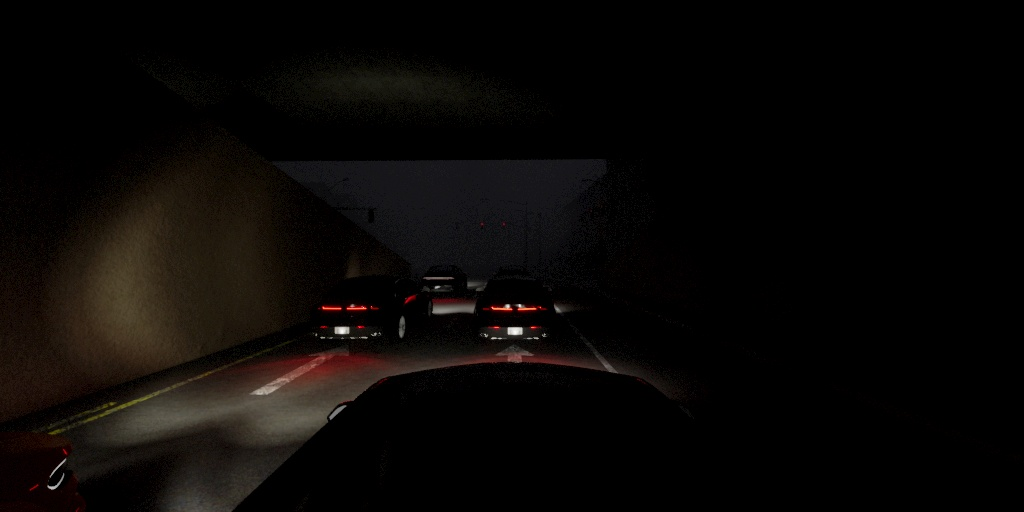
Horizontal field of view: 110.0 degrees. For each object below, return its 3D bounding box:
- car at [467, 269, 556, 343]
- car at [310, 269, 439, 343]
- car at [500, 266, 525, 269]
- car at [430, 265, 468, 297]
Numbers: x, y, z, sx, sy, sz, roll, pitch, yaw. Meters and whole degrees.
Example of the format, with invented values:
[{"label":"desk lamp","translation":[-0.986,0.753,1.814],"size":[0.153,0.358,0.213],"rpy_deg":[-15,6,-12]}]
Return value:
[{"label":"car","translation":[0.055,1.255,9.603],"size":[1.837,1.490,4.892],"rpy_deg":[0,0,0]},{"label":"car","translation":[-3.445,1.255,9.661],"size":[1.837,1.490,4.892],"rpy_deg":[0,0,0]},{"label":"car","translation":[0.017,1.255,19.013],"size":[1.837,1.490,4.892],"rpy_deg":[0,0,0]},{"label":"car","translation":[-3.479,1.242,18.978],"size":[2.128,1.511,4.902],"rpy_deg":[0,0,-1]}]
